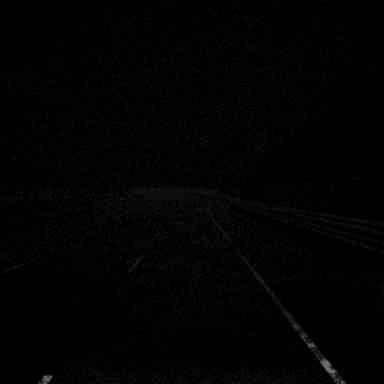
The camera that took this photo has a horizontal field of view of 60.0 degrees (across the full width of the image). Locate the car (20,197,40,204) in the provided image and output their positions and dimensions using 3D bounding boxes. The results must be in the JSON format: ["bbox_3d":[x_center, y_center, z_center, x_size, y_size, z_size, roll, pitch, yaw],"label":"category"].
[{"bbox_3d":[-24.559,1.477,51.237,1.837,1.490,4.892,0,0,1],"label":"car"}]

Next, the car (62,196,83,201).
[{"bbox_3d":[-17.555,1.573,50.725,1.895,1.301,4.718,0,0,1],"label":"car"}]

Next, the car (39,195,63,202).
[{"bbox_3d":[-21.053,1.536,50.912,1.994,1.385,4.181,0,0,1],"label":"car"}]
